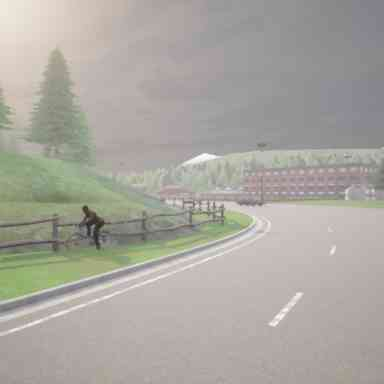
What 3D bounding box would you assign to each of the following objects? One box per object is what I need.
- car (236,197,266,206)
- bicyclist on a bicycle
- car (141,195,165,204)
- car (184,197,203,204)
[{"bbox_3d":[9.419,1.541,53.386,2.033,1.411,5.357,0,0,-33],"label":"car"},{"bbox_3d":[-3.534,1.274,11.544,1.656,1.620,0.582,-2,3,-38],"label":"bicyclist on a bicycle"},{"bbox_3d":[-7.171,1.597,63.709,1.895,1.301,4.718,0,0,-40],"label":"car"},{"bbox_3d":[0.183,1.559,60.095,1.994,1.385,4.181,0,0,-39],"label":"car"}]
